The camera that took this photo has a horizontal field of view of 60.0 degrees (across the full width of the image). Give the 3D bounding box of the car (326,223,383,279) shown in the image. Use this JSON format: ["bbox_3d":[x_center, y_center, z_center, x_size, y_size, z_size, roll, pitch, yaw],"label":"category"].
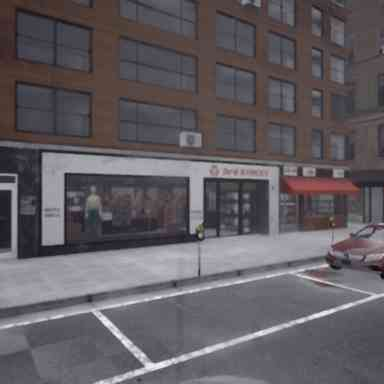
[{"bbox_3d":[5.793,1.608,9.874,4.206,1.307,1.802,0,0,-33],"label":"car"}]
